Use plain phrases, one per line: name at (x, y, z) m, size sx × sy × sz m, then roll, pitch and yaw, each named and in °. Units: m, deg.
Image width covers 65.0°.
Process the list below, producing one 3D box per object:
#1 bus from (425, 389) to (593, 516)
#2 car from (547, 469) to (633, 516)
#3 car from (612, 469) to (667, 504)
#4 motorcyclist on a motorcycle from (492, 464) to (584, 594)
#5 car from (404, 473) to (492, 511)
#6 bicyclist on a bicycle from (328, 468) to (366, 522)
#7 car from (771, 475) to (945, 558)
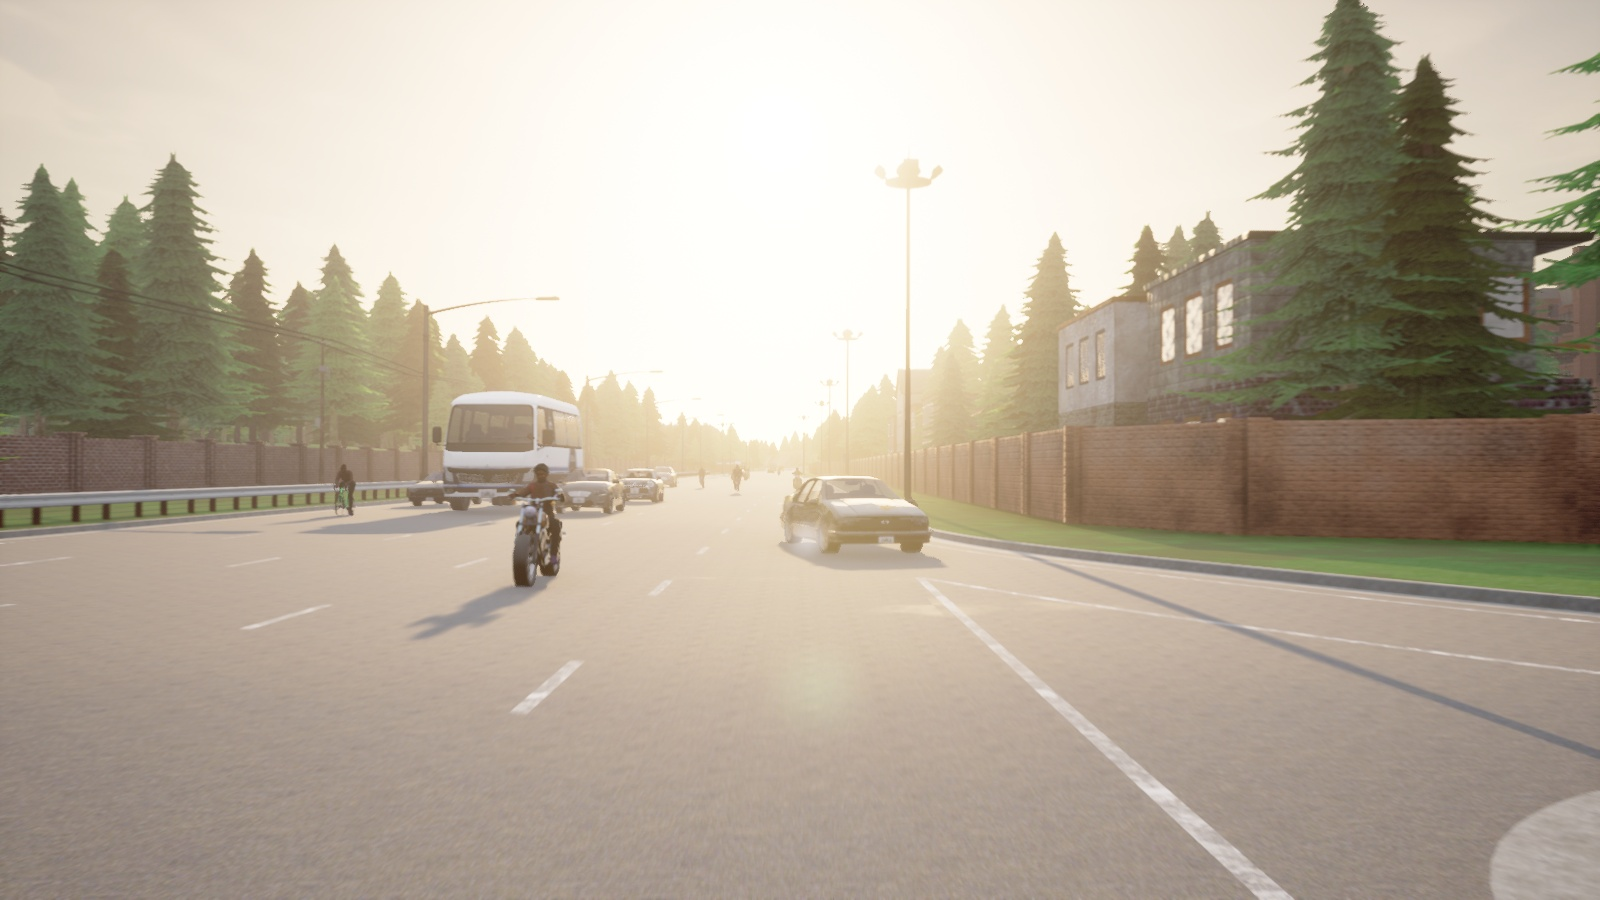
bus at (-10.618, 0.155, 47.247) m, size 3.944 × 4.253 × 10.273 m, roll 0°, pitch -1°, yaw 0°
car at (-7.103, 1.413, 42.987) m, size 2.128 × 1.511 × 4.902 m, roll 0°, pitch -1°, yaw 0°
car at (-7.134, 1.612, 56.195) m, size 1.970 × 1.475 × 3.806 m, roll 0°, pitch -1°, yaw 0°
motorcyclist on a motorcycle at (-3.541, 1.022, 17.183) m, size 0.766 × 1.649 × 2.350 m, roll 0°, pitch -1°, yaw 0°
car at (-14.121, 1.643, 50.717) m, size 2.033 × 1.411 × 5.357 m, roll 0°, pitch -1°, yaw 0°
bicyclist on a bicycle at (-14.093, 1.381, 39.088) m, size 0.582 × 1.620 × 1.656 m, roll 0°, pitch -1°, yaw 0°
car at (0.969, 1.209, 24.701) m, size 2.033 × 1.411 × 5.357 m, roll 0°, pitch -1°, yaw -13°
